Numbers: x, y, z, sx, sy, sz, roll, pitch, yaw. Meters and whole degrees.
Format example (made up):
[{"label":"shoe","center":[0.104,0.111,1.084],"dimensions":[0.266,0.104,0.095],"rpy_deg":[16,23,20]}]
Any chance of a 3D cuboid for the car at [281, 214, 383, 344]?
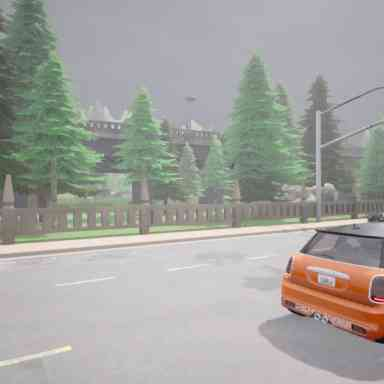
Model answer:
[{"label":"car","center":[3.850,1.352,6.131],"dimensions":[4.553,1.767,2.097],"rpy_deg":[0,0,-31]}]
